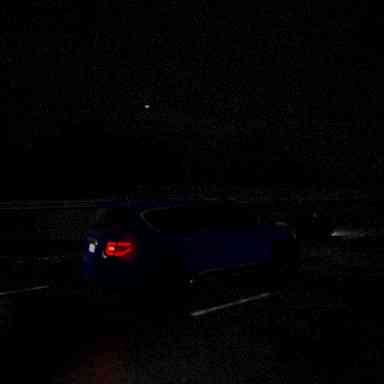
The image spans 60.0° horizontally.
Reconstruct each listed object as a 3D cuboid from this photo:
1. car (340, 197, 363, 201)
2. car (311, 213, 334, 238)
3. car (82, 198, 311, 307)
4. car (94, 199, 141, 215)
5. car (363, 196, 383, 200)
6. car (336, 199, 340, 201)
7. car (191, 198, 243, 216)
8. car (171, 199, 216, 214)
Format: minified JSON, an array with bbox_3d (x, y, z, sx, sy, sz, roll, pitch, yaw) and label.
[{"bbox_3d":[26.208,1.475,52.705,5.008,1.535,1.882,1,0,-35],"label":"car"},{"bbox_3d":[4.840,1.475,15.795,4.181,1.385,1.994,0,0,-36],"label":"car"},{"bbox_3d":[0.201,1.189,8.174,5.566,2.045,2.150,-1,0,-35],"label":"car"},{"bbox_3d":[-7.388,1.475,33.112,4.181,1.385,1.994,0,0,-35],"label":"car"},{"bbox_3d":[24.687,1.287,43.059,4.553,1.767,2.097,0,0,-35],"label":"car"},{"bbox_3d":[26.766,1.579,57.377,5.357,1.411,2.033,1,0,-35],"label":"car"},{"bbox_3d":[2.390,1.384,31.485,4.892,1.490,1.837,0,0,-35],"label":"car"},{"bbox_3d":[0.184,1.444,34.211,4.181,1.385,1.994,0,0,-35],"label":"car"}]
